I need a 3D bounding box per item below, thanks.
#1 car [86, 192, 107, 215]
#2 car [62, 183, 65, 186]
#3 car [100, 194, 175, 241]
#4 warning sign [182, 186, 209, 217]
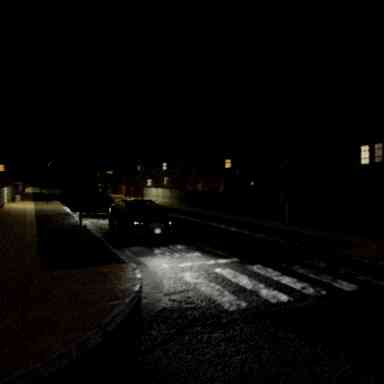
[{"bbox_3d":[-6.702,0.714,23.439,1.882,1.535,5.008,1,2,-26],"label":"car"},{"bbox_3d":[-31.494,-1.572,83.717,2.097,1.767,4.553,-2,2,-26],"label":"car"},{"bbox_3d":[-2.275,1.068,14.228,2.128,1.511,4.902,1,2,-26],"label":"car"},{"bbox_3d":[0.226,0.582,21.321,1.300,1.860,1.060,-2,0,-26],"label":"warning sign"}]
